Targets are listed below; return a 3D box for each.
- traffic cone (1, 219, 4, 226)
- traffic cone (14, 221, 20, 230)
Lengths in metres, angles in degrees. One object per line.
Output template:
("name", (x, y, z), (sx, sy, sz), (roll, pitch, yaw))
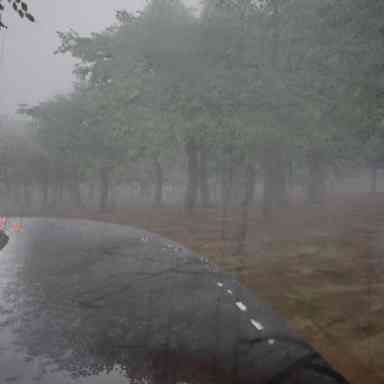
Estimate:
("traffic cone", (-14.981, 2.407, 26.248), (0.340, 0.580, 0.340), (-2, 0, -44))
("traffic cone", (-11.965, 2.279, 22.666), (0.340, 0.580, 0.340), (-2, 0, -37))
